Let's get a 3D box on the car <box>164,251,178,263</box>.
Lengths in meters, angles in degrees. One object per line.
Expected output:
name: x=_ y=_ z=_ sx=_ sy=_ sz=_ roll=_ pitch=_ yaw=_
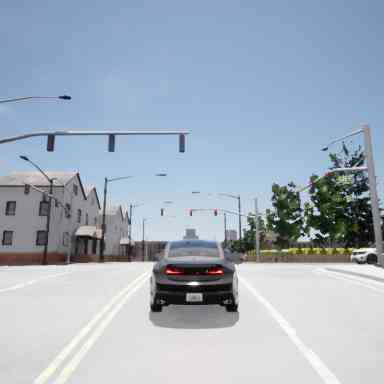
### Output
car: x=-3.750 y=11.771 z=60.003 sx=2.150 sy=2.045 sz=5.566 roll=0 pitch=-11 yaw=0

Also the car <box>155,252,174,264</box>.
car: x=-3.728 y=9.083 z=45.648 sx=2.128 sy=1.511 sz=4.902 roll=0 pitch=-12 yaw=0

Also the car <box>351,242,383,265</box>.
car: x=16.800 y=5.313 z=28.826 sx=5.566 sy=2.045 sz=2.150 roll=0 pitch=-12 yaw=1

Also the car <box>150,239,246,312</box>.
car: x=0.047 y=1.985 z=8.587 sx=1.837 sy=1.490 sz=4.892 roll=0 pitch=-7 yaw=0

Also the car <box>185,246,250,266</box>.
car: x=2.063 y=5.246 z=27.296 sx=4.902 sy=1.511 sz=2.128 roll=-8 pitch=-14 yaw=35
